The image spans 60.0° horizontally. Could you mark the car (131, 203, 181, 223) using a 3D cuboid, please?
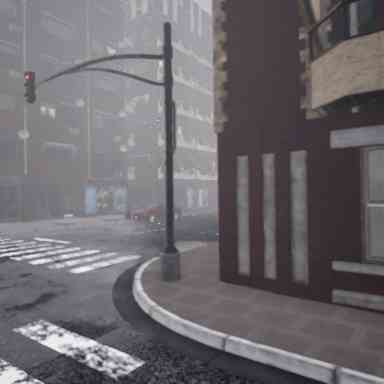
[{"bbox_3d":[-2.682,1.552,25.586,1.887,1.381,4.507,-1,0,36],"label":"car"}]
